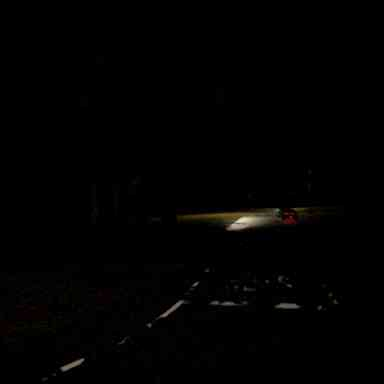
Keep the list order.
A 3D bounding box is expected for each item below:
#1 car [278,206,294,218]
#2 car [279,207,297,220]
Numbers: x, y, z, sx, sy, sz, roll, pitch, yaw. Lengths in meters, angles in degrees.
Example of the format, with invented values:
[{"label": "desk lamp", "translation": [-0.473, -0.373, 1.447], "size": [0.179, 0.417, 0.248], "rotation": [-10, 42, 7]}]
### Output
[{"label": "car", "translation": [14.827, 3.116, 52.584], "size": [2.097, 1.767, 4.553], "rotation": [-1, -2, 12]}, {"label": "car", "translation": [13.361, 3.066, 45.660], "size": [1.837, 1.490, 4.892], "rotation": [-1, -2, 13]}]
